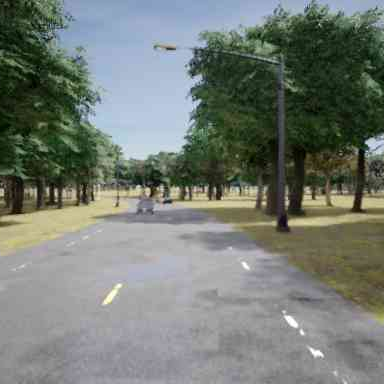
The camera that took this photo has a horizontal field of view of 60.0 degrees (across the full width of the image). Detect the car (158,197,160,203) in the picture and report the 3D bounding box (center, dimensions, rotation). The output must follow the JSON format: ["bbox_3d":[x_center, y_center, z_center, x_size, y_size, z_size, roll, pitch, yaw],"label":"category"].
[{"bbox_3d":[-7.350,1.926,83.885,2.097,1.767,4.553,-1,0,-12],"label":"car"}]

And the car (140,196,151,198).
[{"bbox_3d":[-10.821,1.675,77.998,1.882,1.535,5.008,-1,0,-11],"label":"car"}]

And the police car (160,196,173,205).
[{"bbox_3d":[-5.471,1.934,74.135,1.930,1.638,5.238,-1,0,-10],"label":"police car"}]

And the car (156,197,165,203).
[{"bbox_3d":[-8.609,2.136,89.823,1.812,1.442,4.674,-1,0,-12],"label":"car"}]

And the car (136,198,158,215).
[{"bbox_3d":[-5.268,1.754,37.915,2.128,1.511,4.902,0,0,-5],"label":"car"}]
